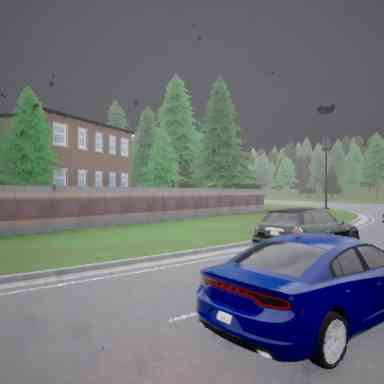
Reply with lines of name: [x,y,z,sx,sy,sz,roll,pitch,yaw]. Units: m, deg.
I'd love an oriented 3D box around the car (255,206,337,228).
car: [4.235,1.352,12.105,4.553,1.767,2.097,0,0,-42]

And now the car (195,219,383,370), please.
car: [2.348,1.478,5.836,5.008,1.535,1.882,0,0,-39]
